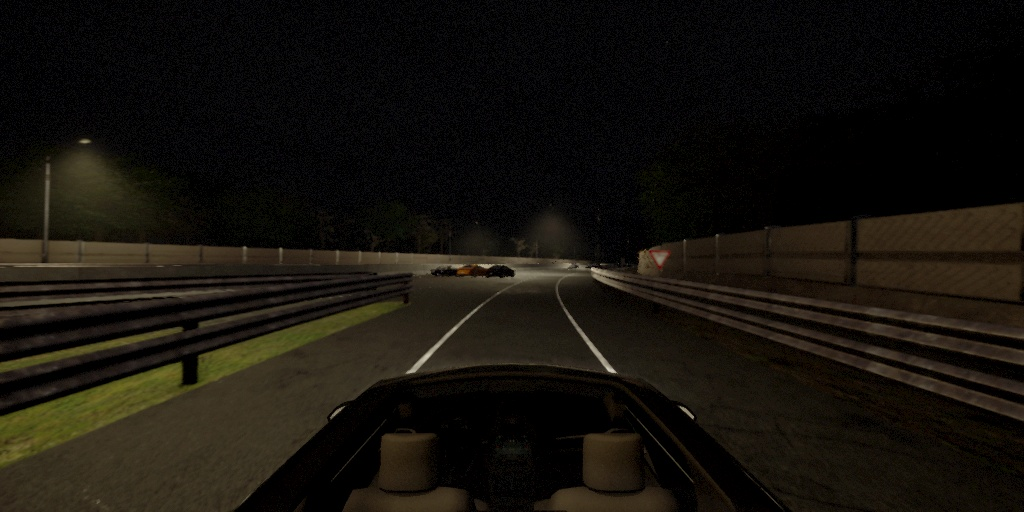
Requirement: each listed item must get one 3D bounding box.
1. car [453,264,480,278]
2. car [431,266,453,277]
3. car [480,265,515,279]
[{"bbox_3d":[-4.464,1.741,41.985,1.882,1.535,5.008,0,-1,24],"label":"car"},{"bbox_3d":[-7.658,1.858,43.420,1.895,1.301,4.718,0,-1,24],"label":"car"},{"bbox_3d":[-1.263,1.747,40.566,1.882,1.535,5.008,0,-1,24],"label":"car"}]
